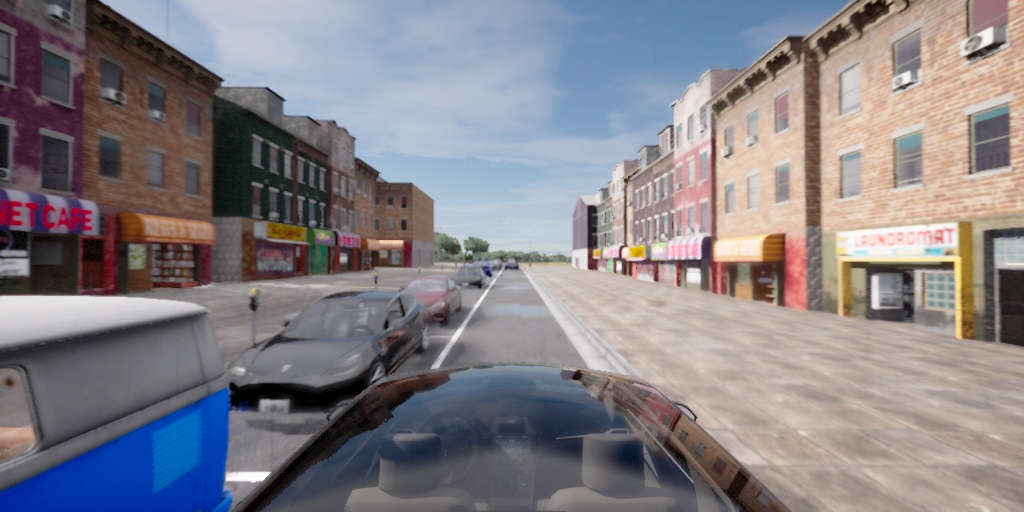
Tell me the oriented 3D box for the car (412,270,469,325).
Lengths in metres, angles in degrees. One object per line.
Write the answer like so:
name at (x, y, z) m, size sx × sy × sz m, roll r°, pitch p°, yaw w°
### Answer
car at (-2.639, 1.304, 11.707) m, size 1.802 × 1.307 × 4.207 m, roll 0°, pitch 0°, yaw 0°

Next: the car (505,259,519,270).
car at (0.010, 1.268, 51.003) m, size 1.994 × 1.385 × 4.181 m, roll 0°, pitch 0°, yaw 0°

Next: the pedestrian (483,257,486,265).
pedestrian at (-2.759, 0.971, 36.144) m, size 0.375 × 1.860 × 0.375 m, roll -1°, pitch -1°, yaw 0°

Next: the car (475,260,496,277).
car at (-2.758, 1.155, 33.128) m, size 1.882 × 1.535 × 5.008 m, roll 0°, pitch 0°, yaw 0°

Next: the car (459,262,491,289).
car at (-2.642, 1.254, 22.783) m, size 1.948 × 1.339 × 4.313 m, roll 0°, pitch 0°, yaw 0°

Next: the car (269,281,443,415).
car at (-2.638, 1.307, 6.164) m, size 1.948 × 1.339 × 4.313 m, roll 0°, pitch 0°, yaw 0°

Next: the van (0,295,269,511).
van at (-2.637, 1.091, 0.618) m, size 1.690 × 1.789 × 3.998 m, roll 0°, pitch 0°, yaw 0°

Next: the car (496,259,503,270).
car at (-2.649, 1.253, 50.477) m, size 2.007 × 1.370 × 4.403 m, roll 0°, pitch 0°, yaw 0°
